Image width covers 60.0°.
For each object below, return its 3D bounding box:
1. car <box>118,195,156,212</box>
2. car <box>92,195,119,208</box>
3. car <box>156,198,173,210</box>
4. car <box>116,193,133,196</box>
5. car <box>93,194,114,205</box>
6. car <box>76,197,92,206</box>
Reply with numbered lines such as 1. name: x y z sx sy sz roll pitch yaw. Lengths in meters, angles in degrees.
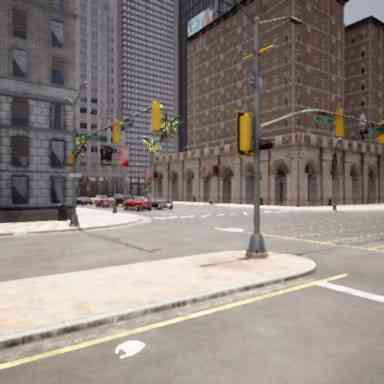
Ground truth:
1. car: -6.612 1.467 39.788 1.882 1.535 5.008 0 0 -36
2. car: -12.423 1.553 47.907 1.994 1.385 4.181 0 0 -35
3. car: -4.214 1.479 42.448 2.128 1.511 4.902 0 0 -36
4. car: -9.952 1.209 50.479 2.150 2.045 5.566 0 0 -35
5. car: -15.636 1.339 58.610 2.097 1.767 4.553 0 0 -35
6. car: -18.469 1.537 56.525 2.033 1.411 5.357 0 0 -35
